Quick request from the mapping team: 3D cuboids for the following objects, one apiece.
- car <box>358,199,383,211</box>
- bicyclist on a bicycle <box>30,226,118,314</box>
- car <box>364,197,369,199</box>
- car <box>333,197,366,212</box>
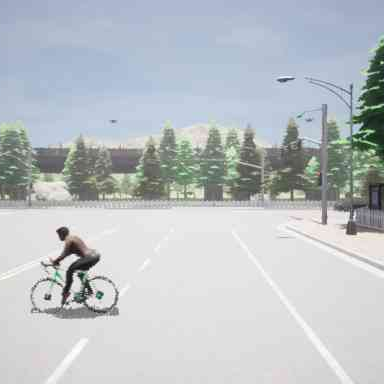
[{"bbox_3d":[16.397,1.508,27.279,4.181,1.385,1.994,0,0,2],"label":"car"},{"bbox_3d":[-2.189,1.455,6.125,1.656,1.620,0.582,-2,0,2],"label":"bicyclist on a bicycle"},{"bbox_3d":[20.536,1.508,34.328,4.181,1.385,1.994,0,0,2],"label":"car"},{"bbox_3d":[18.538,1.296,37.902,4.553,1.767,2.097,0,0,2],"label":"car"}]
